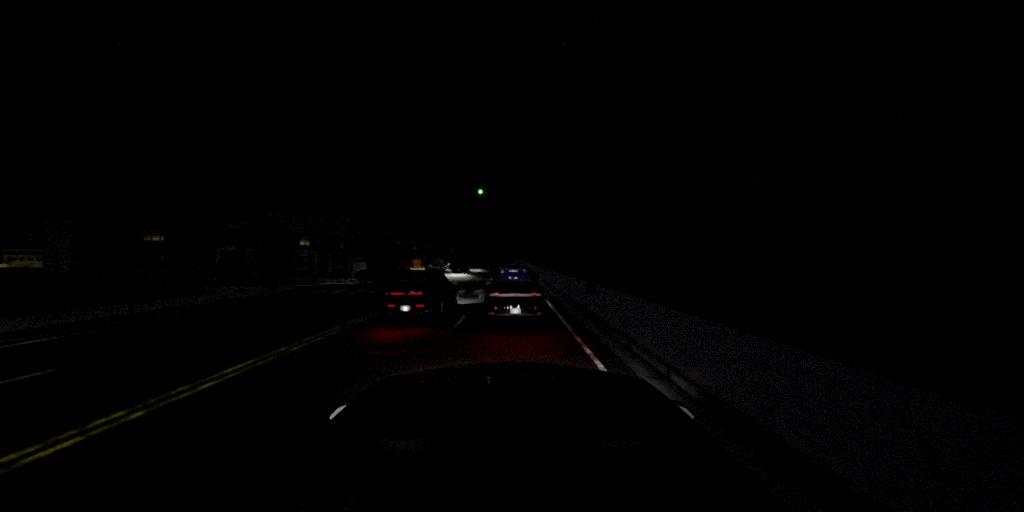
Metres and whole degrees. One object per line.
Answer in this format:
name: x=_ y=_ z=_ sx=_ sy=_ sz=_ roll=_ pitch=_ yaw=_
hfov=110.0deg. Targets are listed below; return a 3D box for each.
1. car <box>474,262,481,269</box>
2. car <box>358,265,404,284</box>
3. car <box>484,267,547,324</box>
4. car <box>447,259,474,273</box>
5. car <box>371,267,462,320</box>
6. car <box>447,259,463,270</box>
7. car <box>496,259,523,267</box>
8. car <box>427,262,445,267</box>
car: x=-6.559 y=1.641 z=62.820 sx=1.895 sy=1.301 sz=4.718 roll=0 pitch=0 yaw=1
car: x=-9.549 y=1.408 z=27.391 sx=4.674 sy=1.442 sz=1.812 roll=0 pitch=-1 yaw=23
car: x=0.097 y=1.296 z=12.201 sx=2.128 sy=1.511 sz=4.902 roll=0 pitch=0 yaw=0
car: x=-6.595 y=1.461 z=46.629 sx=2.128 sy=1.511 sz=4.902 roll=0 pitch=0 yaw=0
car: x=-3.149 y=1.312 z=12.948 sx=1.837 sy=1.490 sz=4.892 roll=0 pitch=-1 yaw=0
car: x=-9.811 y=1.389 z=62.073 sx=2.097 sy=1.767 sz=4.553 roll=0 pitch=0 yaw=0
car: x=0.093 y=1.236 z=27.877 sx=2.097 sy=1.767 sz=4.553 roll=0 pitch=0 yaw=0
car: x=-9.845 y=1.495 z=46.465 sx=1.812 sy=1.442 sz=4.674 roll=0 pitch=0 yaw=0
